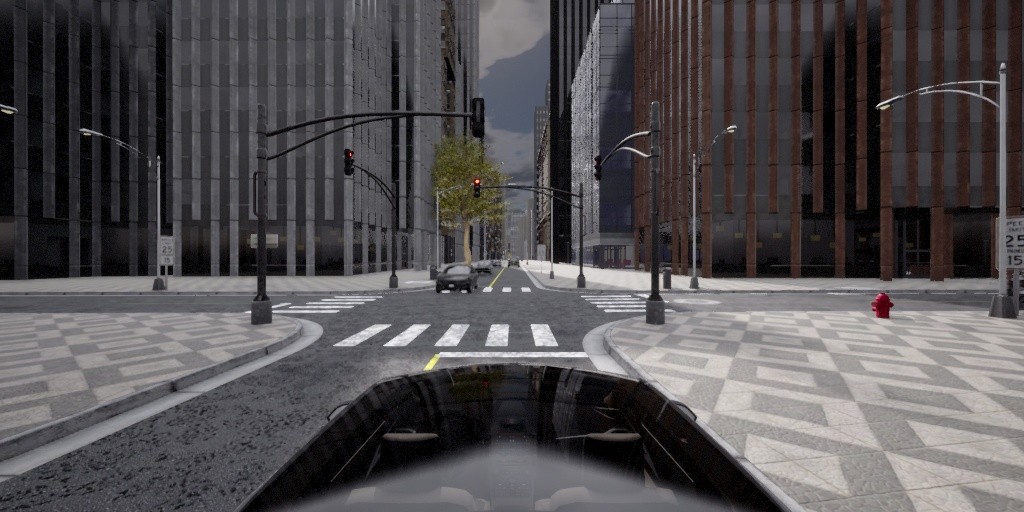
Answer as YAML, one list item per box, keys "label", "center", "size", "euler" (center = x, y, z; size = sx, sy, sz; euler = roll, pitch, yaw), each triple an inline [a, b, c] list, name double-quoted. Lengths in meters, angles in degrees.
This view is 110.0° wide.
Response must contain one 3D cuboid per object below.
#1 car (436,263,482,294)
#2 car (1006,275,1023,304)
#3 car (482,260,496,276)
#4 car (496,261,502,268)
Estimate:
- label: "car"
  center: [-3.040, 1.229, 20.515]
  size: [1.882, 1.535, 5.008]
  euler: [0, 0, 0]
- label: "car"
  center: [21.613, 1.203, 13.572]
  size: [4.674, 1.442, 1.812]
  euler: [0, 0, 0]
- label: "car"
  center: [-2.979, 1.353, 37.735]
  size: [1.895, 1.301, 4.718]
  euler: [0, 0, 0]
- label: "car"
  center: [-2.816, 1.318, 61.290]
  size: [1.994, 1.385, 4.181]
  euler: [0, 0, 1]
